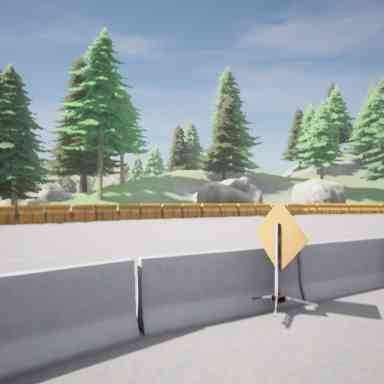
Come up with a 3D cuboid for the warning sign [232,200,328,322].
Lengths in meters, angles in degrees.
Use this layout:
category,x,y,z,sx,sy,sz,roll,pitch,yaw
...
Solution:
category,x,y,z,sx,sy,sz,roll,pitch,yaw
warning sign,1.548,1.088,5.996,1.060,1.860,1.300,1,0,-30
